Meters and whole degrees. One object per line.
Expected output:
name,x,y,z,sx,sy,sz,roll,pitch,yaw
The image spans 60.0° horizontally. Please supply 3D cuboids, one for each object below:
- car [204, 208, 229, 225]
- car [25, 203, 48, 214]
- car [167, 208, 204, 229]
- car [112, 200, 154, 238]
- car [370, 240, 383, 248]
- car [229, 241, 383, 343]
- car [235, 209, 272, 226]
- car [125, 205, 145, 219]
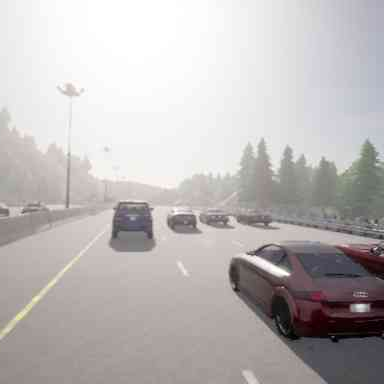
car,1.908,2.181,30.108,2.033,1.411,5.357,1,-2,-9
car,-17.020,1.921,36.295,1.837,1.490,4.892,1,-2,-9
car,-0.830,1.935,25.205,2.128,1.511,4.902,1,-2,-9
car,-3.412,1.471,19.380,2.150,2.045,5.566,1,-1,-9
car,5.472,1.843,8.389,1.895,1.301,4.718,1,-1,-9
car,2.170,1.708,6.909,1.994,1.385,4.181,1,-1,-9
car,5.456,2.255,30.095,2.033,1.411,5.357,1,-2,-9
car,-6.527,2.240,38.285,2.033,1.411,5.357,1,-2,-9
